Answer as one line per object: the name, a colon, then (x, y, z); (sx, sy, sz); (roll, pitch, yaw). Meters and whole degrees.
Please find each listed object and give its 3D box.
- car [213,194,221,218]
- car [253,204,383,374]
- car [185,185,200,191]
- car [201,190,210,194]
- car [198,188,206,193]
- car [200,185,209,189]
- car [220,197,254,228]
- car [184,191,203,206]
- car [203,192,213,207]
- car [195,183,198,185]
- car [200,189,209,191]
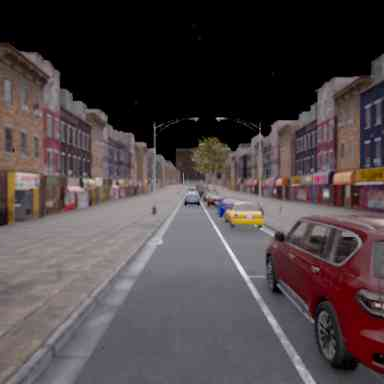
car: (3.003, 1.166, 26.853); (1.882, 1.535, 5.008); (0, 1, 0)
car: (2.637, 1.269, 5.554); (2.192, 1.841, 5.009); (0, 1, 0)
car: (-0.015, 0.175, 60.949); (2.150, 2.045, 5.566); (0, 2, 0)
car: (2.630, 0.819, 50.018); (1.802, 1.307, 4.206); (1, 1, 0)
car: (2.622, -0.398, 88.915); (1.947, 1.339, 4.313); (2, 2, 0)
car: (2.633, 0.102, 66.685); (2.192, 1.841, 5.009); (1, 2, 0)
car: (3.016, 1.247, 20.045); (1.801, 1.575, 5.366); (0, 1, 0)
car: (0.037, 0.970, 42.447); (1.994, 1.385, 4.181); (0, 1, 0)
car: (2.632, 1.022, 38.900); (1.887, 1.381, 4.507); (1, 1, 0)
car: (2.627, -0.852, 94.461); (2.192, 1.841, 5.009); (2, 2, 0)
car: (2.630, 0.620, 55.745); (1.752, 1.417, 4.829); (1, 2, 0)
